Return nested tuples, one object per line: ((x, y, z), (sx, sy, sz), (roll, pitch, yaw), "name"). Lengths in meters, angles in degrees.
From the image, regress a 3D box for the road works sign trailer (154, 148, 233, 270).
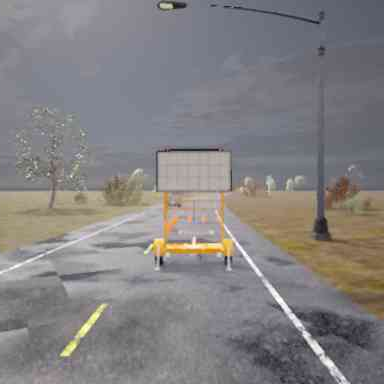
((0.068, 0.401, 10.748), (2.380, 3.560, 2.880), (0, 0, 1), "road works sign trailer")

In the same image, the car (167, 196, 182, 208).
((-2.370, 1.233, 44.055), (2.128, 1.511, 4.902), (0, 0, 3), "car")
